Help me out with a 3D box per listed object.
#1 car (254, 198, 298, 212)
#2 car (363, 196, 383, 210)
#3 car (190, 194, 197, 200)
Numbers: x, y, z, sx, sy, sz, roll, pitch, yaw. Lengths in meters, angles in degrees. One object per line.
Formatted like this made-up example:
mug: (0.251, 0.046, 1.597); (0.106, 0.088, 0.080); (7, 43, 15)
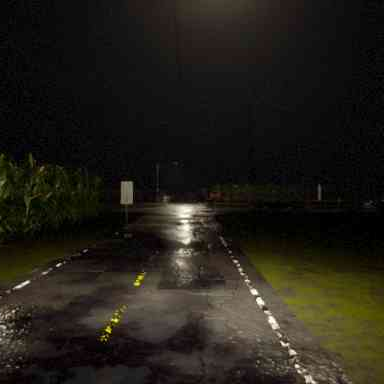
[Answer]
car: (9.787, 1.479, 38.806); (4.902, 1.511, 2.128); (0, 0, 0)
car: (23.278, 1.268, 40.199); (4.553, 1.767, 2.097); (0, 1, 7)
car: (0.287, 1.521, 89.139); (1.895, 1.301, 4.718); (0, 0, 0)
